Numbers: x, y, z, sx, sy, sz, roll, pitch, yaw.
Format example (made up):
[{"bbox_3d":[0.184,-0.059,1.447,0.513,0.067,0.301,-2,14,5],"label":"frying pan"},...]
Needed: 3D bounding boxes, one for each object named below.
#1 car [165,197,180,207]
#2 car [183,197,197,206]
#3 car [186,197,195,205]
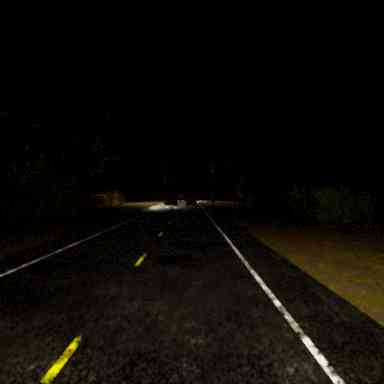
[{"bbox_3d":[-3.739,1.909,60.161,1.994,1.385,4.181,0,0,0],"label":"car"},{"bbox_3d":[-0.113,1.925,62.873,1.994,1.385,4.181,0,0,0],"label":"car"},{"bbox_3d":[-0.260,1.919,72.947,1.837,1.490,4.892,0,0,0],"label":"car"}]
